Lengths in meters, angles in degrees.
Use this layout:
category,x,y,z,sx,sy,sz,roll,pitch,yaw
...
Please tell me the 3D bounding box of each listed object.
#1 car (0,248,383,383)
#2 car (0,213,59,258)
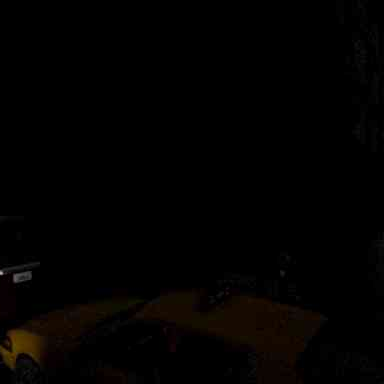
category,x,y,z,sx,sy,sz,roll,pitch,yaw
car,0.007,1.526,3.070,4.829,1.417,1.752,0,1,36
car,-4.398,1.316,6.221,5.009,1.841,2.192,0,1,36
